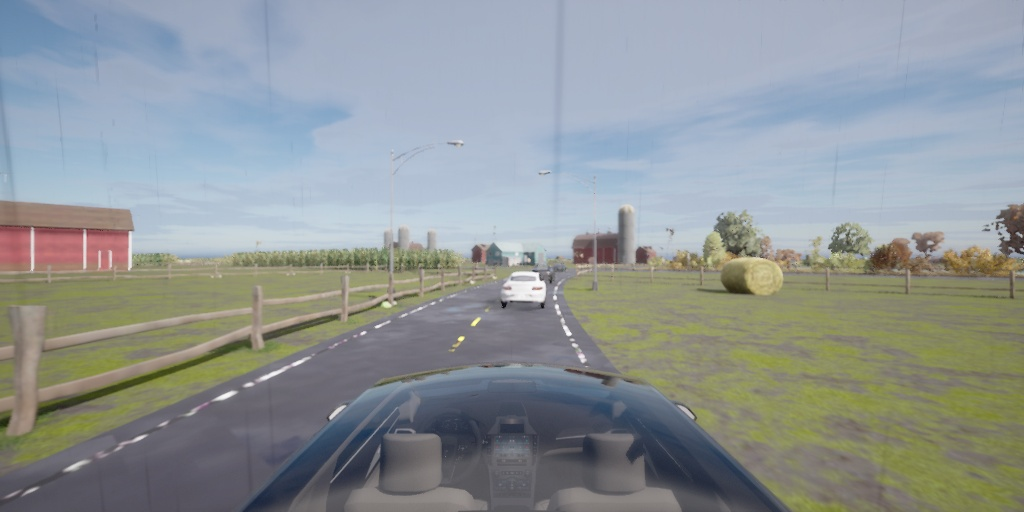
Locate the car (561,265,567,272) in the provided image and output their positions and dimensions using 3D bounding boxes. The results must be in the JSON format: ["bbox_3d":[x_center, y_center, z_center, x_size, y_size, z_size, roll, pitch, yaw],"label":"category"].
[{"bbox_3d":[7.358,1.873,56.494,1.994,1.385,4.181,0,-1,21],"label":"car"}]

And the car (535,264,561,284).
[{"bbox_3d":[2.695,1.527,30.647,2.128,1.511,4.902,0,0,11],"label":"car"}]

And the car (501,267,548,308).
[{"bbox_3d":[0.597,1.413,16.030,1.812,1.442,4.674,0,0,6],"label":"car"}]
